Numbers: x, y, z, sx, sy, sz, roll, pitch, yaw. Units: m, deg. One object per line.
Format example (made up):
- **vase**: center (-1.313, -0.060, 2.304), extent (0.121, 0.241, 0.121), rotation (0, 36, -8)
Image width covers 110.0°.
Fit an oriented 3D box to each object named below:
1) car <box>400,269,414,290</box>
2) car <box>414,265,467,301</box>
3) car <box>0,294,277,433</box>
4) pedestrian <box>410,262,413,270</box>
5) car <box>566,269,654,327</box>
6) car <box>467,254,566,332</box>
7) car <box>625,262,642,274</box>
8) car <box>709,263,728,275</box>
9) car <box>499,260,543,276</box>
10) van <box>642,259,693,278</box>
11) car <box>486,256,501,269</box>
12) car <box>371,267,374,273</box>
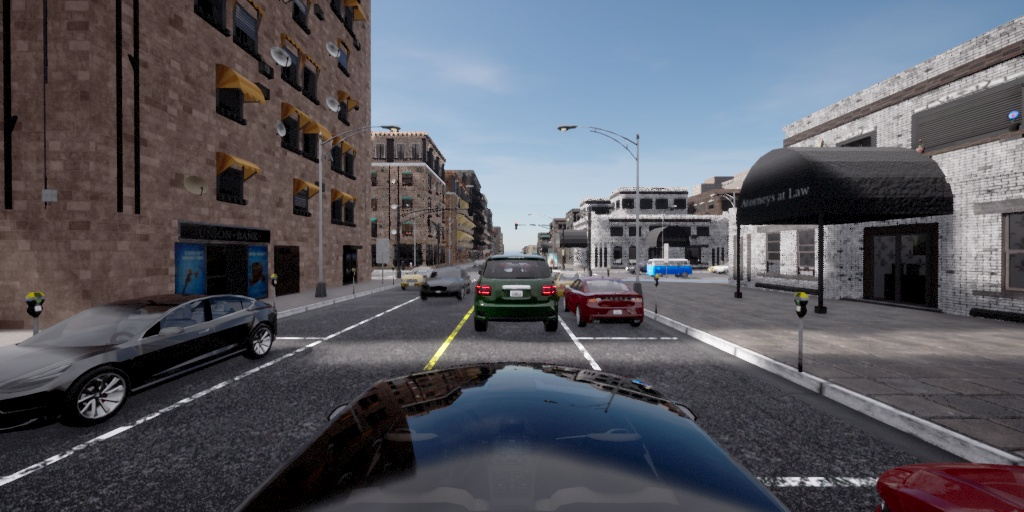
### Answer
- **car**: center (-5.664, 1.279, 22.608), extent (1.751, 1.417, 4.829), rotation (0, 0, 0)
- **car**: center (-3.082, 1.257, 17.417), extent (1.837, 1.490, 4.892), rotation (0, 0, 0)
- **car**: center (-5.686, 1.315, 5.689), extent (1.948, 1.339, 4.313), rotation (0, 0, 0)
- **pedestrian**: center (-12.574, 1.213, 44.671), extent (0.500, 1.100, 0.500), rotation (0, 0, 0)
- **car**: center (2.702, 1.295, 11.369), extent (1.888, 1.381, 4.507), rotation (0, 0, 0)
- **car**: center (0.109, 0.971, 11.042), extent (2.150, 2.045, 5.566), rotation (0, 0, 0)
- **car**: center (14.975, 1.277, 39.317), extent (4.902, 1.511, 2.128), rotation (0, 0, -2)
- **car**: center (24.817, 1.413, 39.367), extent (4.718, 1.301, 1.895), rotation (0, 0, 0)
- **car**: center (0.940, 1.230, 39.357), extent (1.882, 1.535, 5.008), rotation (-2, 2, -43)
- **van**: center (14.697, 1.165, 33.517), extent (3.998, 1.789, 1.690), rotation (0, 0, 0)
- **car**: center (-3.003, 1.001, 60.046), extent (2.150, 2.045, 5.566), rotation (0, 0, 1)
- **car**: center (-16.436, 1.345, 35.912), extent (4.718, 1.301, 1.895), rotation (0, 0, 0)
